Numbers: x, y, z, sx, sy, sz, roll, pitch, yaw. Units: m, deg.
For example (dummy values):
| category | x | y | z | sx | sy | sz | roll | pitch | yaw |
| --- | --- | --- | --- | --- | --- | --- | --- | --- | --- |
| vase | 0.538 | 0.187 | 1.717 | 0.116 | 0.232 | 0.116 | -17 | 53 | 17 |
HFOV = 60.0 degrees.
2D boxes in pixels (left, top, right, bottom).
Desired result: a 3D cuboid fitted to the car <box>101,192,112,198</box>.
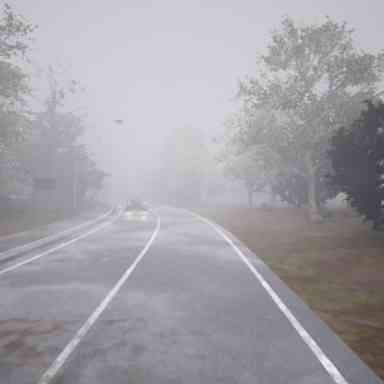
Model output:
| category | x | y | z | sx | sy | sz | roll | pitch | yaw |
| --- | --- | --- | --- | --- | --- | --- | --- | --- | --- |
| car | -19.430 | 0.744 | 75.232 | 1.837 | 1.490 | 4.892 | 2 | 0 | -25 |

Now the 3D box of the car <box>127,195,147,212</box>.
| category | x | y | z | sx | sy | sz | roll | pitch | yaw |
| --- | --- | --- | --- | --- | --- | --- | --- | --- | --- |
| car | -6.113 | 1.179 | 36.612 | 2.097 | 1.767 | 4.553 | 1 | 0 | -11 |
